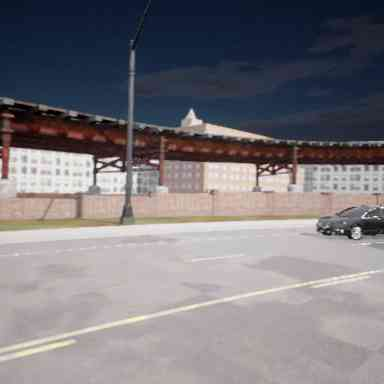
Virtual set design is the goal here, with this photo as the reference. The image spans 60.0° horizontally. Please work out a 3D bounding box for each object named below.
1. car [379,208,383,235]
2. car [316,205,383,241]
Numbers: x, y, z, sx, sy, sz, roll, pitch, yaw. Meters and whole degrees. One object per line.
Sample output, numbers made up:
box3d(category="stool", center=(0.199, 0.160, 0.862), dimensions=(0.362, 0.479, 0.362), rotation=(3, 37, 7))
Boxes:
box3d(category="car", center=(9.851, 1.472, 12.829), dimensions=(4.674, 1.442, 1.812), rotation=(1, 0, -20))
box3d(category="car", center=(8.285, 1.410, 15.957), dimensions=(4.892, 1.490, 1.837), rotation=(1, 0, -20))
